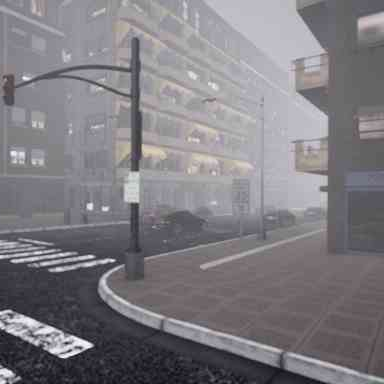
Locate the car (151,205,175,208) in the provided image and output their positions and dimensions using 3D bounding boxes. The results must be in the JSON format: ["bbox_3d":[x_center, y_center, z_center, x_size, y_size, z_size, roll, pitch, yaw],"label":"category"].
[{"bbox_3d":[-2.755,1.804,27.773,1.967,1.590,4.097,-1,-1,35],"label":"car"}]

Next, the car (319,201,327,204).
[{"bbox_3d":[29.515,2.805,74.448,1.967,1.590,4.097,-1,-1,35],"label":"car"}]

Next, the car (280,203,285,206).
[{"bbox_3d":[13.300,2.388,50.957,1.752,1.417,4.829,-1,-1,35],"label":"car"}]

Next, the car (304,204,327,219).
[{"bbox_3d":[13.771,2.287,37.032,1.947,1.339,4.313,-1,-1,35],"label":"car"}]

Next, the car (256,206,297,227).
[{"bbox_3d":[7.310,2.086,27.702,1.947,1.339,4.313,-1,-1,35],"label":"car"}]

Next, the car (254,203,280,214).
[{"bbox_3d":[10.166,2.310,46.431,1.887,1.381,4.507,-1,-1,35],"label":"car"}]

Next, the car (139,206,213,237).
[{"bbox_3d":[-0.798,1.843,20.545,1.812,1.442,4.674,0,-1,35],"label":"car"}]
